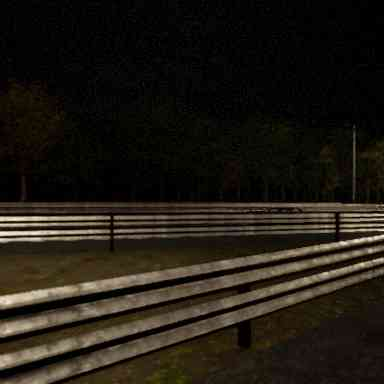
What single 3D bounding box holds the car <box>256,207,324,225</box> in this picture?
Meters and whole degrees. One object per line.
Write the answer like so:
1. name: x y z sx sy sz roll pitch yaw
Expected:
1. car: 6.096 1.616 20.766 4.181 1.385 1.994 1 -1 -18
